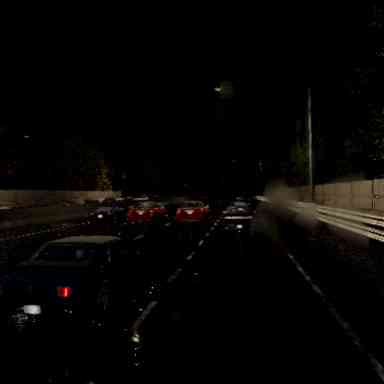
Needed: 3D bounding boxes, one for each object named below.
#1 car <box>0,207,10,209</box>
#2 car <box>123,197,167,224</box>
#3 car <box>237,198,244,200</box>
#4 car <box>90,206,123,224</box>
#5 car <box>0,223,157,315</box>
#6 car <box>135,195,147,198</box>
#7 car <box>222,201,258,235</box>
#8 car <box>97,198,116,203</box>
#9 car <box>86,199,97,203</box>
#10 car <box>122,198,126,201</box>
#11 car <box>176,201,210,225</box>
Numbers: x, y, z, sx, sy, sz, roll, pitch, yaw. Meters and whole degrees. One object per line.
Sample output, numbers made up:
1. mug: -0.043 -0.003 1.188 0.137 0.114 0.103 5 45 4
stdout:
1. car: -17.151 2.026 28.969 1.895 1.301 4.718 -1 0 8
2. car: -3.304 1.521 25.585 2.097 1.767 4.553 -1 0 8
3. car: 4.852 1.629 33.735 1.994 1.385 4.181 -1 0 8
4. car: -6.620 1.797 27.046 1.994 1.385 4.181 -1 0 8
5. car: -2.345 1.675 7.743 1.895 1.301 4.718 -1 0 8
6. car: -11.016 1.764 70.694 2.150 2.045 5.566 -1 0 8
7. car: 2.753 1.527 19.252 2.128 1.511 4.902 -1 0 8
8. car: -17.932 2.019 71.755 2.097 1.767 4.553 -1 0 8
9. car: -21.396 2.278 72.226 1.994 1.385 4.181 -1 0 8
10. car: -14.154 2.065 73.416 1.882 1.535 5.008 -1 0 8
11. car: 0.164 1.459 25.111 2.097 1.767 4.553 -1 0 8
